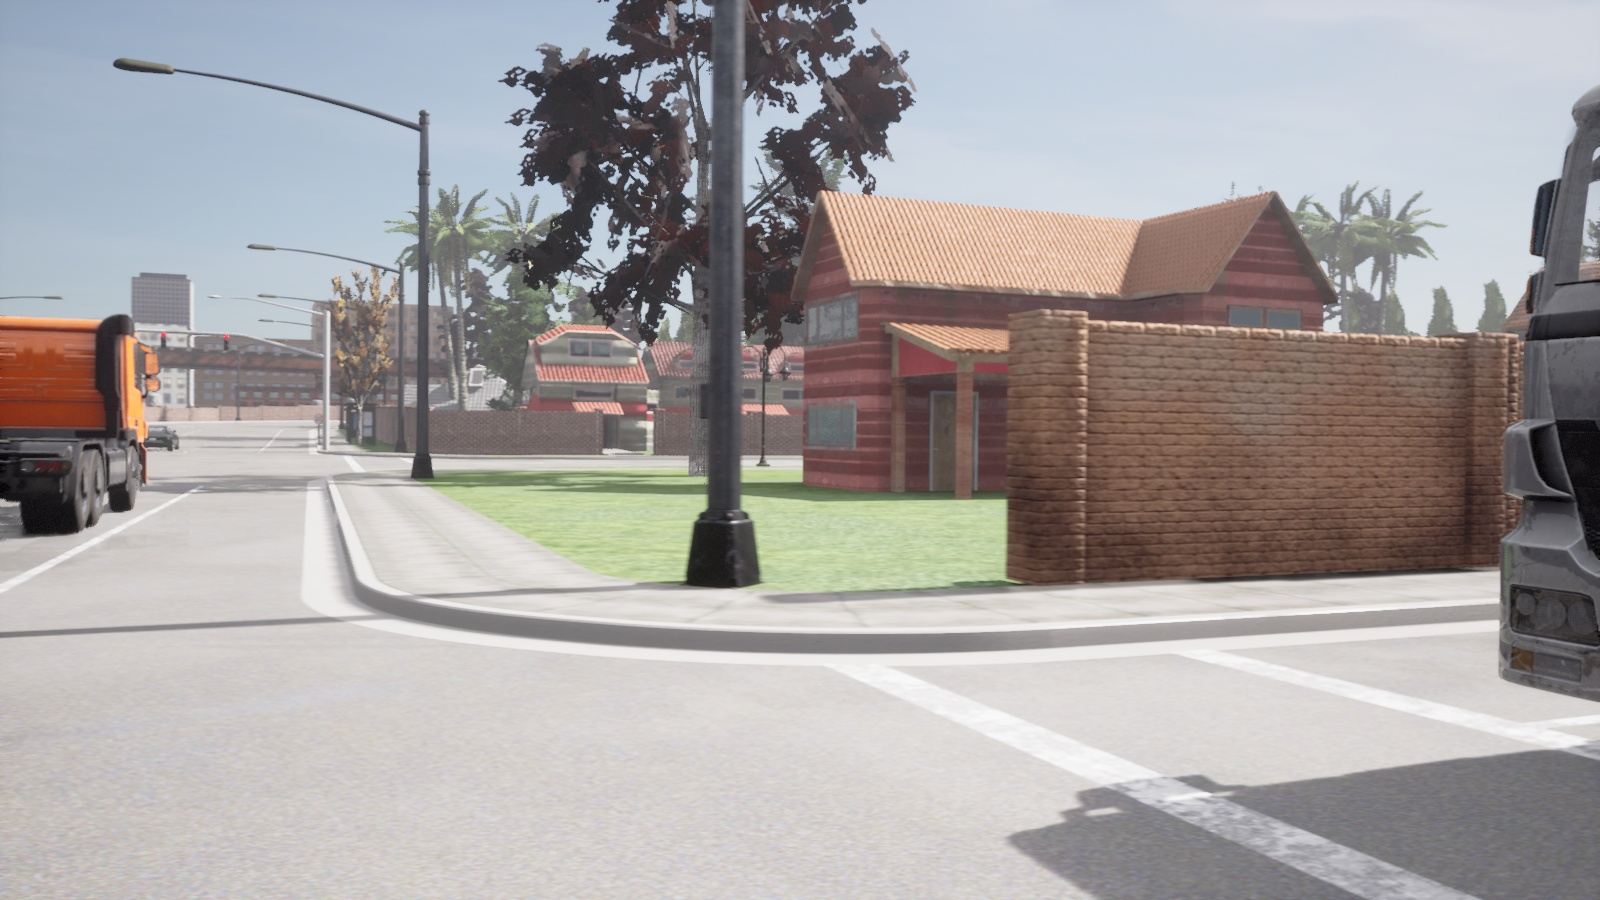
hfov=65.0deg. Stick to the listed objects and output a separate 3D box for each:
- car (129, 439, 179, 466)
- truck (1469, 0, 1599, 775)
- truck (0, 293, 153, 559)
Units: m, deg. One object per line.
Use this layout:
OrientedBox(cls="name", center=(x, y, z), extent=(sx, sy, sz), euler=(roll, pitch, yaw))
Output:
OrientedBox(cls="car", center=(-35.321, 0.118, 68.785), extent=(1.994, 1.385, 4.181), euler=(-1, 2, -21))
OrientedBox(cls="truck", center=(7.468, -0.360, 6.234), extent=(7.936, 3.462, 2.891), euler=(-1, 1, -22))
OrientedBox(cls="truck", center=(-12.369, -0.339, 19.880), extent=(2.891, 3.462, 7.936), euler=(-1, 1, -21))
